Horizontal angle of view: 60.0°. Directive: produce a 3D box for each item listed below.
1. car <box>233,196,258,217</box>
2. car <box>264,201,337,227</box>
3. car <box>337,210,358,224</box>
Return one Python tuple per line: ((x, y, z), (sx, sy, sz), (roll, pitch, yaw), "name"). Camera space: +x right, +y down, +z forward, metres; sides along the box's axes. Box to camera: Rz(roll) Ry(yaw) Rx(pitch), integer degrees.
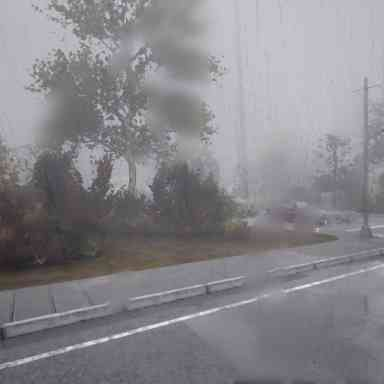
((3.991, 1.432, 33.392), (2.150, 2.045, 5.566), (0, -1, -41), "car")
((7.431, 1.428, 23.654), (2.097, 1.767, 4.553), (0, -1, -38), "car")
((10.224, 1.678, 25.856), (1.895, 1.301, 4.718), (0, -1, -39), "car")
